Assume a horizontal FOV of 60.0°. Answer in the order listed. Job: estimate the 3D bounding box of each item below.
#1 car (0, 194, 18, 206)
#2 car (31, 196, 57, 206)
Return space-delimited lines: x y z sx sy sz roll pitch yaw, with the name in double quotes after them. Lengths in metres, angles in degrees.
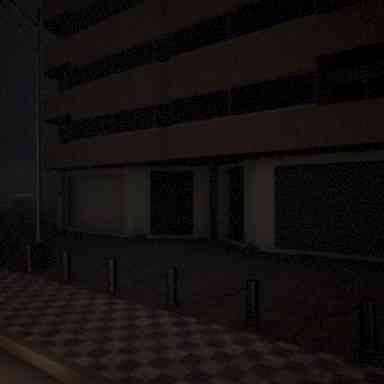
-41.694 1.636 73.190 1.932 1.855 4.605 0 0 35 "car"
-27.830 1.784 63.528 1.970 1.475 3.806 0 0 35 "car"
